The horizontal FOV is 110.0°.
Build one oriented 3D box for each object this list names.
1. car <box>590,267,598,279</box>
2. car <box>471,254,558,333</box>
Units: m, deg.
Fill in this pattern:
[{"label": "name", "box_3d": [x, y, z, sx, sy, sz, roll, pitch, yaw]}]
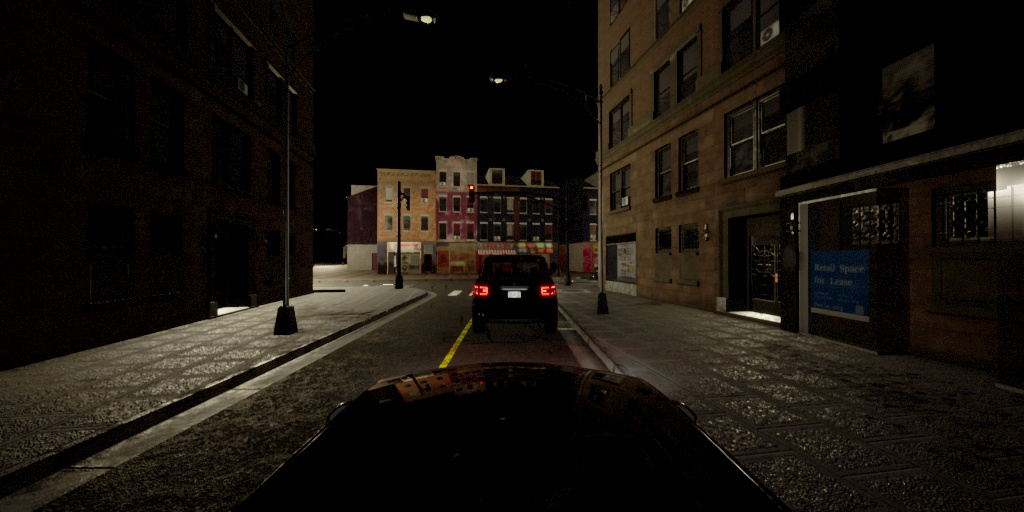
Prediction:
[{"label": "car", "box_3d": [8.889, 1.089, 29.869, 4.553, 1.767, 2.097, 0, 0, -10]}, {"label": "car", "box_3d": [0.097, 0.972, 10.864, 2.150, 2.045, 5.566, 0, 0, 1]}]
